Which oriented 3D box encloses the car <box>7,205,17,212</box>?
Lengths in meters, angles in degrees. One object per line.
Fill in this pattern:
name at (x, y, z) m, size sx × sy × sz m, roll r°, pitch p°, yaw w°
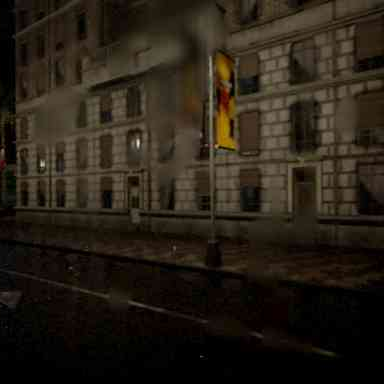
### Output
car at (-24.636, 2.160, 49.806) m, size 2.033 × 1.411 × 5.357 m, roll -1°, pitch -1°, yaw 36°
